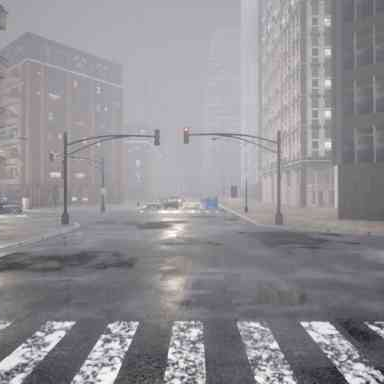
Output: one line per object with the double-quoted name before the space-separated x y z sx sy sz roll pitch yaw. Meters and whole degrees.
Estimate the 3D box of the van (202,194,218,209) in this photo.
"van" 2.668 1.380 45.893 1.690 1.788 3.998 0 0 0

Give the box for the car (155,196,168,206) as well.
"car" -5.188 1.502 57.016 1.967 1.590 4.097 0 0 0

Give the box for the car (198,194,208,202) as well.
"car" 2.750 1.456 84.761 2.192 1.841 5.009 0 0 0

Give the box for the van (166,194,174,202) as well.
"van" -5.140 1.464 79.224 1.690 1.788 3.998 0 0 0

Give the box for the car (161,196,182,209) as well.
"car" -2.731 1.638 45.039 1.895 1.301 4.718 0 0 0

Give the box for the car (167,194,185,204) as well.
"car" -2.706 1.408 54.165 2.097 1.767 4.553 0 0 0

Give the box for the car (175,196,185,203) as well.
"car" -2.590 1.659 73.887 1.994 1.385 4.181 0 0 0

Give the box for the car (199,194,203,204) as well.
"car" 2.715 1.635 68.102 1.887 1.381 4.507 0 0 0

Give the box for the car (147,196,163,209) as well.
"car" -5.213 1.564 45.740 1.752 1.417 4.829 0 0 0

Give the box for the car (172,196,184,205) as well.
"car" -2.658 1.571 64.005 2.128 1.511 4.902 0 0 1

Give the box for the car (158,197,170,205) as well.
"car" -5.177 1.642 62.568 1.947 1.339 4.313 0 0 0

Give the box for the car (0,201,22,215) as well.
"car" -19.909 1.698 35.606 4.674 1.442 1.812 -1 -1 40
